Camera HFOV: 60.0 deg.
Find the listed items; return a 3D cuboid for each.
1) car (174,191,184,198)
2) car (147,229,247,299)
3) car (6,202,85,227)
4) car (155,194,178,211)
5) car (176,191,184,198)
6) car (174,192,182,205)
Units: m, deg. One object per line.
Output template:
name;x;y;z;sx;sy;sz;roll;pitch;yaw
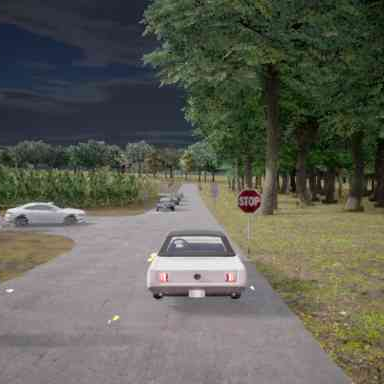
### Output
car;-2.768;0.518;70.058;1.994;1.385;4.181;0;1;0
car;0.098;1.590;8.380;1.895;1.301;4.718;0;0;0
car;-9.285;1.388;21.335;4.674;1.442;1.812;0;2;-12
car;-2.857;1.302;36.972;1.812;1.442;4.674;0;1;0
car;-2.847;0.950;57.189;1.895;1.301;4.718;0;1;0
car;-2.856;1.153;47.041;1.994;1.385;4.181;0;1;0
